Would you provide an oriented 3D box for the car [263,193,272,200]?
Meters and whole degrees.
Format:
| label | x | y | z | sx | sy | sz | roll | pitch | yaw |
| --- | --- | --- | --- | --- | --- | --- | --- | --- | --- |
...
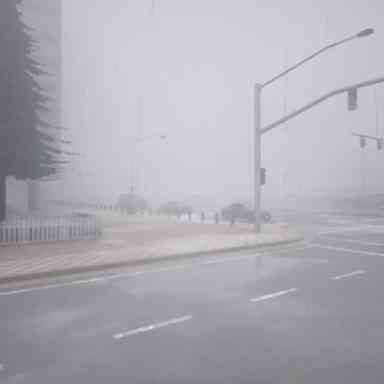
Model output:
| label | x | y | z | sx | sy | sz | roll | pitch | yaw |
| --- | --- | --- | --- | --- | --- | --- | --- | --- | --- |
| car | 15.782 | 1.463 | 77.129 | 1.784 | 1.438 | 3.905 | 0 | 0 | -36 |

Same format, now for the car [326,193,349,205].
| label | x | y | z | sx | sy | sz | roll | pitch | yaw |
| --- | --- | --- | --- | --- | --- | --- | --- | --- | --- |
| car | 31.199 | 1.267 | 69.681 | 1.932 | 1.855 | 4.605 | 0 | 0 | -36 |

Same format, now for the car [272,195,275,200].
| label | x | y | z | sx | sy | sz | roll | pitch | yaw |
| --- | --- | --- | --- | --- | --- | --- | --- | --- | --- |
| car | 17.939 | 1.257 | 78.727 | 1.932 | 1.855 | 4.605 | 0 | 0 | -36 |

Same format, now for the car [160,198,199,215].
| label | x | y | z | sx | sy | sz | roll | pitch | yaw |
| --- | --- | --- | --- | --- | --- | --- | --- | --- | --- |
| car | -1.612 | 1.596 | 34.436 | 1.994 | 1.385 | 4.181 | 0 | 0 | -36 |

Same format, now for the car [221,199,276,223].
| label | x | y | z | sx | sy | sz | roll | pitch | yaw |
| --- | --- | --- | --- | --- | --- | --- | --- | --- | --- |
| car | 4.217 | 1.558 | 26.353 | 1.812 | 1.442 | 4.674 | 0 | 0 | -34 |

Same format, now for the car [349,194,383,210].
| label | x | y | z | sx | sy | sz | roll | pitch | yaw |
| --- | --- | --- | --- | --- | --- | --- | --- | --- | --- |
| car | 23.032 | 1.228 | 42.372 | 1.932 | 1.855 | 4.605 | 0 | 0 | -36 |

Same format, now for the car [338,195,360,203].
| label | x | y | z | sx | sy | sz | roll | pitch | yaw |
| --- | --- | --- | --- | --- | --- | --- | --- | --- | --- |
| car | 33.595 | 1.482 | 71.310 | 1.784 | 1.438 | 3.905 | 0 | 0 | -36 |

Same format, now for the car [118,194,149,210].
| label | x | y | z | sx | sy | sz | roll | pitch | yaw |
| --- | --- | --- | --- | --- | --- | --- | --- | --- | --- |
| car | -7.662 | 1.254 | 42.883 | 2.150 | 2.045 | 5.566 | 0 | 0 | -35 |

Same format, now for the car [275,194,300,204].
| label | x | y | z | sx | sy | sz | roll | pitch | yaw |
| --- | --- | --- | --- | --- | --- | --- | --- | --- | --- |
| car | 17.488 | 1.480 | 59.803 | 1.970 | 1.475 | 3.806 | 0 | 0 | -36 |

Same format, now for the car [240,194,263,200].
| label | x | y | z | sx | sy | sz | roll | pitch | yaw |
| --- | --- | --- | --- | --- | --- | --- | --- | --- | --- |
| car | 13.424 | 1.490 | 75.450 | 1.970 | 1.475 | 3.806 | 0 | 0 | -36 |
